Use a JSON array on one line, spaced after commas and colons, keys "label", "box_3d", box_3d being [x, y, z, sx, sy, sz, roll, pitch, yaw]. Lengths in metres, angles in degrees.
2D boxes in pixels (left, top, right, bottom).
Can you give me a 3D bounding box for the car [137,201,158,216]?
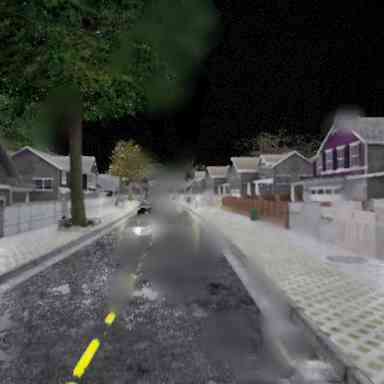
[{"label": "car", "box_3d": [-4.217, 1.556, 31.954, 1.895, 1.301, 4.718, 0, 0, -5]}]
